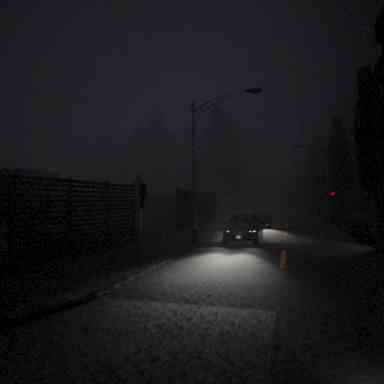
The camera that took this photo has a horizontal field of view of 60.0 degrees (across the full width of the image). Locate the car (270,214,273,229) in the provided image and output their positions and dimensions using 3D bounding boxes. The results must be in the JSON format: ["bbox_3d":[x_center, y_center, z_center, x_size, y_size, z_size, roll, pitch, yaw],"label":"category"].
[{"bbox_3d":[5.810,2.298,28.182,1.994,1.385,4.181,-1,-2,17],"label":"car"}]

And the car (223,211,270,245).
[{"bbox_3d":[2.956,1.994,18.582,2.128,1.511,4.902,-1,-2,16],"label":"car"}]
